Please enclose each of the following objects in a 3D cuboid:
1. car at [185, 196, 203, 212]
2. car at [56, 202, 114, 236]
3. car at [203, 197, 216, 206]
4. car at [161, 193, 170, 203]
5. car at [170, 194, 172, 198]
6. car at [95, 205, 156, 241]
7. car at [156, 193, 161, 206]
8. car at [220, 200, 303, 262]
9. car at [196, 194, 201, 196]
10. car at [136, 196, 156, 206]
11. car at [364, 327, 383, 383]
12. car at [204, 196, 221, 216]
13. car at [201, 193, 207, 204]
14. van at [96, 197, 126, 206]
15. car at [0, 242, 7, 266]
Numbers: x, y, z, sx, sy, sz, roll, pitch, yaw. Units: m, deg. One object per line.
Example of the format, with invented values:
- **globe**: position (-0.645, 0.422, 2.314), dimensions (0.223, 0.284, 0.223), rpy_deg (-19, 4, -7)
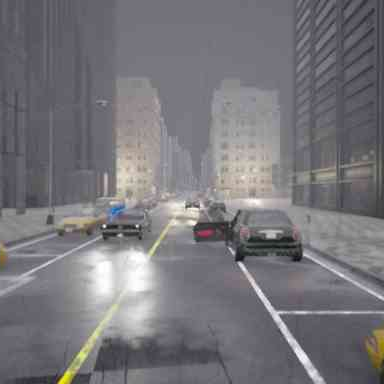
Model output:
- **car**: position (0.084, 1.482, 42.171), dimensions (1.895, 1.301, 4.718), rpy_deg (0, 0, 0)
- **car**: position (-5.858, 1.486, 18.236), dimensions (1.752, 1.417, 4.829), rpy_deg (0, 0, 0)
- **car**: position (2.673, 1.421, 52.222), dimensions (1.802, 1.307, 4.206), rpy_deg (0, 0, 0)
- **car**: position (-5.851, 1.358, 63.528), dimensions (1.947, 1.339, 4.313), rpy_deg (0, 0, 0)
- **car**: position (-5.850, 1.083, 69.167), dimensions (2.192, 1.841, 5.009), rpy_deg (0, 0, 0)
- **car**: position (-3.100, 1.566, 16.620), dimensions (1.895, 1.301, 4.718), rpy_deg (0, 0, 0)
- **car**: position (-5.853, 1.303, 46.608), dimensions (1.967, 1.590, 4.097), rpy_deg (0, 0, 0)
- **car**: position (2.390, 1.328, 12.180), dimensions (2.097, 1.767, 4.553), rpy_deg (0, 0, 0)
- **car**: position (0.006, 1.385, 52.620), dimensions (2.033, 1.411, 5.357), rpy_deg (0, 0, 0)
- **car**: position (-5.854, 1.468, 40.968), dimensions (1.802, 1.307, 4.206), rpy_deg (0, 0, 0)
- **car**: position (2.667, 1.523, 1.677), dimensions (1.752, 1.417, 4.829), rpy_deg (0, 0, 1)
- **car**: position (2.671, 1.459, 35.304), dimensions (2.008, 1.369, 4.403), rpy_deg (0, 0, 0)
- **car**: position (2.673, 1.303, 46.582), dimensions (1.967, 1.590, 4.097), rpy_deg (0, 0, 0)
- **van**: position (-5.857, 1.287, 24.048), dimensions (1.690, 1.788, 3.998), rpy_deg (0, 0, 0)
- **car**: position (-5.866, 1.511, 6.923), dimensions (1.752, 1.417, 4.829), rpy_deg (0, 0, 1)
